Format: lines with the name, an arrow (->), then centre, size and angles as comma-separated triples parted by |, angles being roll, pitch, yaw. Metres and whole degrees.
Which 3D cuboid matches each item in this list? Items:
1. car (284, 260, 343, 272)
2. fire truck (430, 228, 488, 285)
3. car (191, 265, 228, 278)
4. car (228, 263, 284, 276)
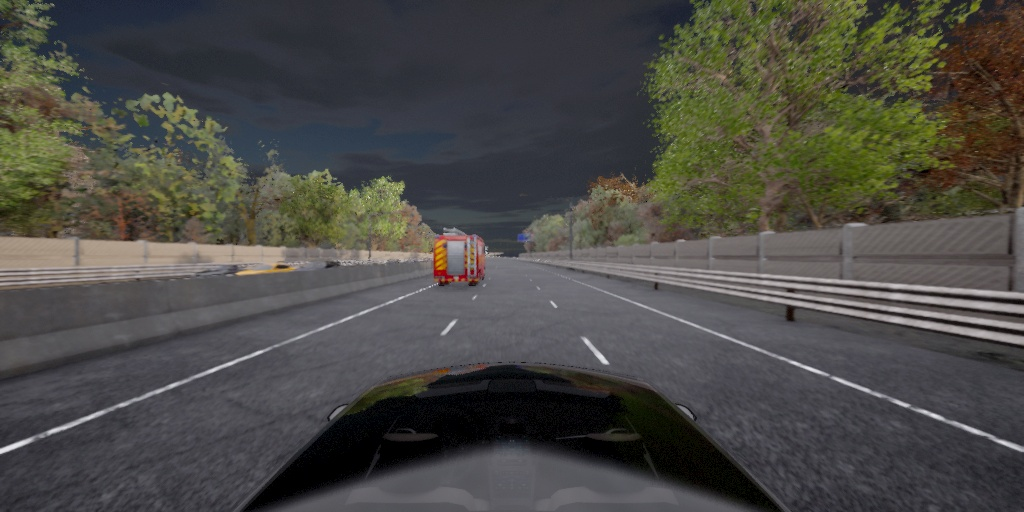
car -> -14.236, 1.131, 26.528 | 2.097, 1.767, 4.553 | 0, 0, 0
fire truck -> -3.677, 0.115, 27.195 | 2.891, 3.827, 8.468 | 0, 0, -1
car -> -21.232, 1.357, 26.469 | 1.994, 1.385, 4.181 | 0, 0, 0
car -> -17.732, 1.264, 26.260 | 1.882, 1.535, 5.008 | 0, 0, 0
